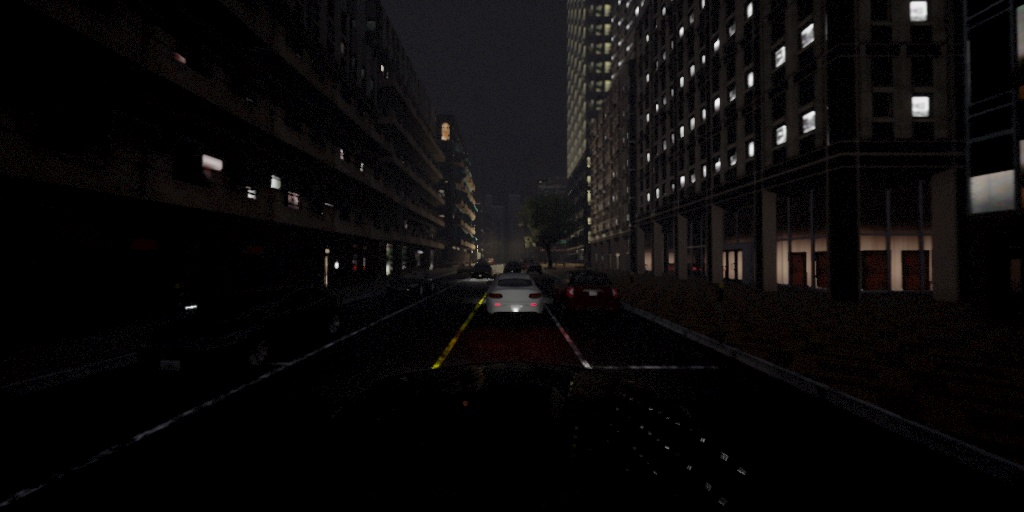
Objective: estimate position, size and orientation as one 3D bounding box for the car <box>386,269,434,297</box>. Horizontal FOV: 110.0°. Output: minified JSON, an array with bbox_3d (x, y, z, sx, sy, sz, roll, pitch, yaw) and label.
[{"bbox_3d":[-5.296,1.355,19.062,2.007,1.370,4.403,0,0,0],"label":"car"}]

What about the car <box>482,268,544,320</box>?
[{"bbox_3d":[0.071,1.309,12.616,1.812,1.442,4.674,0,0,-1],"label":"car"}]

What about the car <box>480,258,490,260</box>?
[{"bbox_3d":[-5.479,1.525,64.233,1.948,1.339,4.313,0,0,0],"label":"car"}]

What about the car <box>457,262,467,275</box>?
[{"bbox_3d":[-5.299,1.405,41.478,1.751,1.417,4.829,0,0,0],"label":"car"}]

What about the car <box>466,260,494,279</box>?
[{"bbox_3d":[-2.829,1.403,34.603,2.033,1.411,5.357,0,0,0],"label":"car"}]

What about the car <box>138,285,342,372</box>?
[{"bbox_3d":[-5.326,1.335,7.769,1.948,1.339,4.313,0,0,0],"label":"car"}]

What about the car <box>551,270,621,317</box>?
[{"bbox_3d":[2.561,1.226,13.296,1.967,1.591,4.097,0,0,0],"label":"car"}]

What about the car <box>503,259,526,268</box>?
[{"bbox_3d":[0.085,1.359,38.334,2.128,1.511,4.902,0,0,0],"label":"car"}]

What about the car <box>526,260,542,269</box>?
[{"bbox_3d":[2.549,1.429,41.558,2.007,1.370,4.403,0,0,0],"label":"car"}]
